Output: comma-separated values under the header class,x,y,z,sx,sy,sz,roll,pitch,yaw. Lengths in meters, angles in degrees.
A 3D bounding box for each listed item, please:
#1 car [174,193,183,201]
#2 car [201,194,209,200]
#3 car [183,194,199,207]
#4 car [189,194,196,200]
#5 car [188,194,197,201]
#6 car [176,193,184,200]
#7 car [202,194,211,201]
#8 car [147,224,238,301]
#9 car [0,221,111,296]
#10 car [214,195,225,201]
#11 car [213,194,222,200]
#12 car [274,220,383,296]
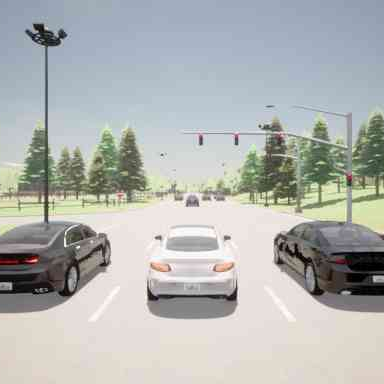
class,x,y,z,sx,sy,sz,roll,pitch,yaw
car,-3.375,1.544,83.114,1.994,1.385,4.181,0,0,0
car,3.640,1.372,93.140,2.033,1.411,5.357,0,0,0
car,0.078,1.352,52.083,2.097,1.767,4.553,0,0,0
car,0.140,1.332,93.146,1.837,1.490,4.892,0,0,0
car,0.125,1.347,83.112,2.097,1.767,4.553,0,0,0
car,-3.360,1.187,93.121,2.097,1.767,4.553,0,0,0
car,3.625,1.347,83.107,2.097,1.767,4.553,0,0,0
car,0.019,1.526,8.210,1.812,1.442,4.674,0,0,0
car,-3.477,1.505,8.605,1.837,1.490,4.892,0,0,0
car,7.124,1.517,82.715,2.128,1.511,4.902,0,0,0
car,7.140,1.385,93.135,1.994,1.385,4.181,0,0,0
car,3.525,1.478,8.700,1.882,1.535,5.008,0,0,0
